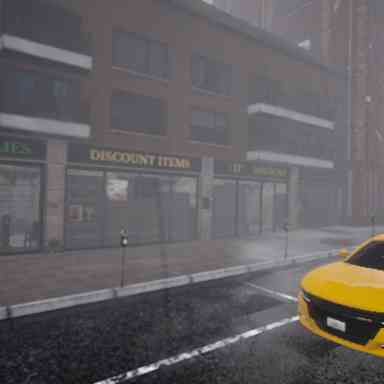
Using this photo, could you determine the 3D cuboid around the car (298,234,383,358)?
[{"bbox_3d":[3.956,1.498,5.893,5.008,1.535,1.882,0,0,-35],"label":"car"}]
